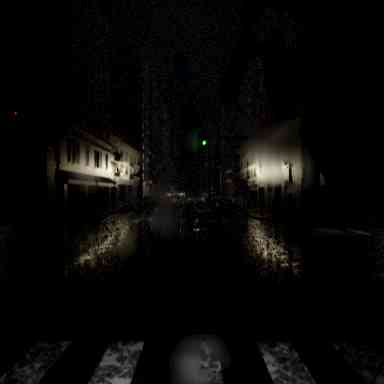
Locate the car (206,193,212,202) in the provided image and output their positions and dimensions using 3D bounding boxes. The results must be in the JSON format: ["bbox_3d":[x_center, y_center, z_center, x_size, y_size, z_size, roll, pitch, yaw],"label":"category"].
[{"bbox_3d":[3.150,1.176,41.624,2.008,1.369,4.403,1,1,1],"label":"car"}]

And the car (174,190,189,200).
[{"bbox_3d":[-2.184,0.907,67.446,2.128,1.511,4.902,0,1,1],"label":"car"}]

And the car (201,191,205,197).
[{"bbox_3d":[3.516,0.922,69.274,2.008,1.369,4.403,1,1,1],"label":"car"}]

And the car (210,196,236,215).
[{"bbox_3d":[3.004,1.291,30.564,1.947,1.339,4.313,1,1,1],"label":"car"}]

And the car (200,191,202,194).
[{"bbox_3d":[3.662,0.835,80.334,1.947,1.339,4.313,1,1,1],"label":"car"}]

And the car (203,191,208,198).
[{"bbox_3d":[3.369,1.040,58.214,1.947,1.339,4.313,1,1,1],"label":"car"}]

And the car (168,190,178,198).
[{"bbox_3d":[-4.787,0.532,85.956,2.192,1.841,5.009,1,1,1],"label":"car"}]

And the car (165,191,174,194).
[{"bbox_3d":[-5.084,0.950,63.674,1.752,1.417,4.829,1,1,1],"label":"car"}]

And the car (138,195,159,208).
[{"bbox_3d":[-5.375,1.176,41.730,2.008,1.369,4.403,1,1,1],"label":"car"}]

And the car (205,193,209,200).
[{"bbox_3d":[3.223,1.120,47.154,1.887,1.381,4.507,1,1,1],"label":"car"}]

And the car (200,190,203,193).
[{"bbox_3d":[3.808,0.732,91.394,1.947,1.339,4.313,1,1,1],"label":"car"}]

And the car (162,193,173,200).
[{"bbox_3d":[-5.009,0.938,69.373,1.947,1.339,4.313,1,1,1],"label":"car"}]

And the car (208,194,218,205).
[{"bbox_3d":[3.077,1.220,36.094,1.887,1.381,4.507,1,1,1],"label":"car"}]

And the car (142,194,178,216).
[{"bbox_3d":[-2.694,1.240,28.958,2.128,1.511,4.902,0,1,1],"label":"car"}]

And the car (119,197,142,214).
[{"bbox_3d":[-5.521,1.307,30.673,1.802,1.307,4.206,1,1,1],"label":"car"}]

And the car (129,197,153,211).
[{"bbox_3d":[-5.448,1.241,36.201,1.947,1.339,4.313,1,1,1],"label":"car"}]
